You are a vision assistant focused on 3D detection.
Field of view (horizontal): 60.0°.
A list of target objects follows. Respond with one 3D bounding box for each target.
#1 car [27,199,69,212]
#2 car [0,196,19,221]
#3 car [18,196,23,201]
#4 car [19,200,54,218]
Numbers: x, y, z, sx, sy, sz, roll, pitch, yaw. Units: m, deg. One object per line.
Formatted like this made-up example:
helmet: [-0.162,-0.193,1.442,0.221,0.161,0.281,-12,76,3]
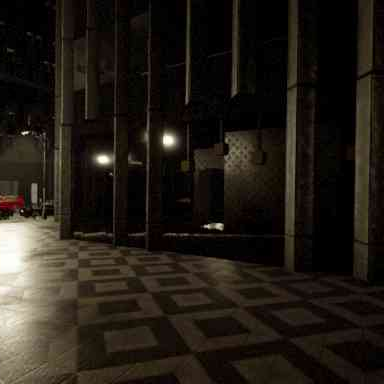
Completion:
car: [-17.566,1.633,40.752,1.947,1.339,4.313,1,0,35]
car: [-17.116,1.462,26.607,2.192,1.841,5.009,1,0,35]
car: [-20.818,1.353,36.142,2.192,1.841,5.009,1,0,35]
car: [-13.863,1.742,31.218,1.947,1.339,4.313,1,0,35]
